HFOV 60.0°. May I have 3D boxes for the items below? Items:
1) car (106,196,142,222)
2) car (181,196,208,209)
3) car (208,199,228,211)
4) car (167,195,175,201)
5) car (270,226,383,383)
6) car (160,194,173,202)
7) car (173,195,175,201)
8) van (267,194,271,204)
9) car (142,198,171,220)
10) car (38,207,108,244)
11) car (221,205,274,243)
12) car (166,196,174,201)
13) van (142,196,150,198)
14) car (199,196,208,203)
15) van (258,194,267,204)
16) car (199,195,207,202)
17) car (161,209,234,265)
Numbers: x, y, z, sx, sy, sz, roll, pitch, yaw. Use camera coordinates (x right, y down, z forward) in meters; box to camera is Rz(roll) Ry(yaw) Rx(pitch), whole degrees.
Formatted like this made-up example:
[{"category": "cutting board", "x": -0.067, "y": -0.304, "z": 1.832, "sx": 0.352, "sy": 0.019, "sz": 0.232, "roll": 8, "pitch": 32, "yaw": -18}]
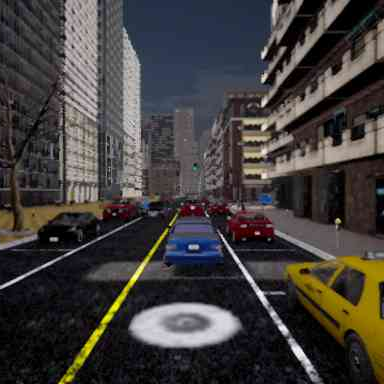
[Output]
[{"category": "car", "x": -5.705, "y": 1.342, "z": 26.949, "sx": 2.192, "sy": 1.841, "sz": 5.009, "roll": 0, "pitch": 0, "yaw": 0}, {"category": "car", "x": 0.070, "y": 1.384, "z": 29.928, "sx": 2.097, "sy": 1.767, "sz": 4.553, "roll": 0, "pitch": 0, "yaw": 0}, {"category": "car", "x": 2.674, "y": 1.579, "z": 32.473, "sx": 1.887, "sy": 1.381, "sz": 4.507, "roll": 0, "pitch": 0, "yaw": 0}, {"category": "car", "x": -5.726, "y": 1.593, "z": 92.496, "sx": 1.967, "sy": 1.590, "sz": 4.097, "roll": 0, "pitch": 0, "yaw": 0}, {"category": "car", "x": 2.684, "y": 1.530, "z": 5.030, "sx": 1.752, "sy": 1.417, "sz": 4.829, "roll": 0, "pitch": 0, "yaw": 0}, {"category": "car", "x": -5.719, "y": 1.417, "z": 70.385, "sx": 2.192, "sy": 1.841, "sz": 5.009, "roll": 0, "pitch": 0, "yaw": 0}, {"category": "car", "x": -5.722, "y": 1.671, "z": 81.440, "sx": 1.887, "sy": 1.381, "sz": 4.507, "roll": 0, "pitch": 0, "yaw": 0}, {"category": "van", "x": 13.713, "y": 1.214, "z": 49.566, "sx": 3.998, "sy": 1.788, "sz": 1.690, "roll": -1, "pitch": 1, "yaw": 0}, {"category": "car", "x": -3.099, "y": 1.555, "z": 28.814, "sx": 1.812, "sy": 1.442, "sz": 4.674, "roll": 0, "pitch": 0, "yaw": 0}, {"category": "car", "x": -5.700, "y": 1.581, "z": 15.903, "sx": 1.947, "sy": 1.339, "sz": 4.313, "roll": 0, "pitch": 0, "yaw": 0}, {"category": "car", "x": 2.680, "y": 1.560, "z": 15.906, "sx": 1.887, "sy": 1.381, "sz": 4.507, "roll": 0, "pitch": 0, "yaw": 0}, {"category": "car", "x": -5.724, "y": 1.705, "z": 86.968, "sx": 1.947, "sy": 1.339, "sz": 4.313, "roll": 0, "pitch": 0, "yaw": 0}, {"category": "van", "x": -5.708, "y": 1.383, "z": 37.995, "sx": 1.690, "sy": 1.788, "sz": 3.998, "roll": 0, "pitch": 0, "yaw": 0}, {"category": "car", "x": 2.660, "y": 1.659, "z": 75.914, "sx": 1.887, "sy": 1.381, "sz": 4.507, "roll": 0, "pitch": 0, "yaw": 0}, {"category": "van", "x": 13.689, "y": 1.187, "z": 57.947, "sx": 3.998, "sy": 1.788, "sz": 1.690, "roll": -1, "pitch": 1, "yaw": 0}, {"category": "car", "x": 2.657, "y": 1.567, "z": 81.442, "sx": 1.967, "sy": 1.590, "sz": 4.097, "roll": 0, "pitch": 0, "yaw": 0}, {"category": "car", "x": 0.063, "y": 1.559, "z": 11.628, "sx": 2.033, "sy": 1.411, "sz": 5.357, "roll": 0, "pitch": 0, "yaw": 0}]
